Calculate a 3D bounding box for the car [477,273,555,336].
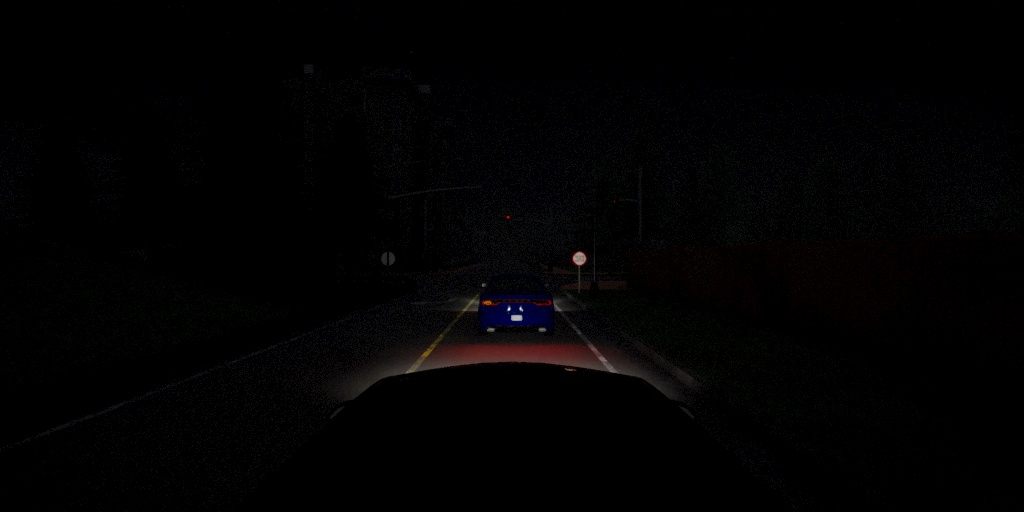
[{"bbox_3d":[0.100,1.228,10.458,1.882,1.535,5.008,0,0,0],"label":"car"}]
